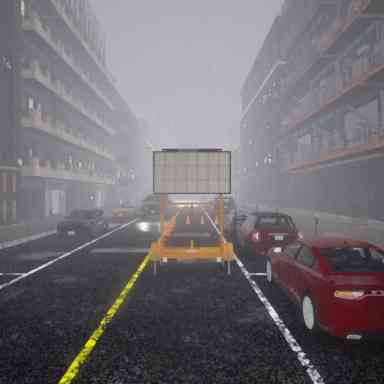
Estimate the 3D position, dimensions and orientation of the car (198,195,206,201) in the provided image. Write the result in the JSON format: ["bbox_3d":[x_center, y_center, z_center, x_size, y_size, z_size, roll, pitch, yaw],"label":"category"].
[{"bbox_3d":[2.694,1.503,80.029,1.752,1.417,4.829,0,0,0],"label":"car"}]

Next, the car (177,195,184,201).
[{"bbox_3d":[-2.998,1.452,86.183,1.882,1.535,5.008,0,0,0],"label":"car"}]

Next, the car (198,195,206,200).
[{"bbox_3d":[2.694,1.516,91.131,1.887,1.381,4.507,0,0,0],"label":"car"}]

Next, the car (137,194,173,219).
[{"bbox_3d":[-3.101,1.219,29.047,2.150,2.045,5.566,0,0,0],"label":"car"}]

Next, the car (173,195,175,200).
[{"bbox_3d":[-5.686,1.293,79.863,2.192,1.841,5.009,0,0,0],"label":"car"}]

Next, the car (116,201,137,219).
[{"bbox_3d":[-5.688,1.523,28.965,1.752,1.417,4.829,0,0,0],"label":"car"}]

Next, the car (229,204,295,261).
[{"bbox_3d":[2.692,1.440,12.223,1.967,1.590,4.097,0,0,0],"label":"car"}]

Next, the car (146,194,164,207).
[{"bbox_3d":[-5.687,1.305,51.681,2.192,1.841,5.009,0,0,0],"label":"car"}]

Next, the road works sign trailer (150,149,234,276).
[{"bbox_3d":[0.000,0.465,10.355,2.380,3.560,2.880,0,0,0],"label":"road works sign trailer"}]

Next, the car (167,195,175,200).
[{"bbox_3d":[-5.686,1.516,91.136,1.887,1.381,4.507,0,0,0],"label":"car"}]

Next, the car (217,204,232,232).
[{"bbox_3d":[2.692,1.550,17.858,2.008,1.369,4.403,0,0,0],"label":"car"}]

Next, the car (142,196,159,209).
[{"bbox_3d":[-5.688,1.432,46.045,1.967,1.590,4.097,0,0,0],"label":"car"}]

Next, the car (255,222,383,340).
[{"bbox_3d":[2.692,1.545,6.586,1.887,1.381,4.507,0,0,0],"label":"car"}]

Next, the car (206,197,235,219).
[{"bbox_3d":[2.694,1.312,29.131,2.192,1.841,5.009,0,0,0],"label":"car"}]

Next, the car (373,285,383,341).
[{"bbox_3d":[2.691,1.566,0.949,1.947,1.339,4.313,0,0,0],"label":"car"}]

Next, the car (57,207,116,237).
[{"bbox_3d":[-5.689,1.565,17.861,1.947,1.339,4.313,0,0,0],"label":"car"}]
